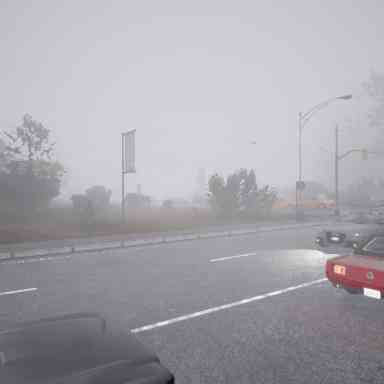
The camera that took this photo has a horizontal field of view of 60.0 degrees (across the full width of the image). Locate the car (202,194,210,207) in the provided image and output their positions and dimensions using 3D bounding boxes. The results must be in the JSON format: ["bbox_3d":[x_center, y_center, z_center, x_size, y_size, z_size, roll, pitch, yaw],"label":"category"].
[{"bbox_3d":[3.974,1.281,43.872,1.882,1.535,5.008,-1,0,-39],"label":"car"}]

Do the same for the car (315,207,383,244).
[{"bbox_3d":[6.789,1.497,13.176,4.181,1.385,1.994,-1,0,-36],"label":"car"}]

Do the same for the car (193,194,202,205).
[{"bbox_3d":[1.915,1.130,52.012,2.097,1.767,4.553,-1,0,-39],"label":"car"}]

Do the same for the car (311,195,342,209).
[{"bbox_3d":[13.785,1.121,37.284,2.097,1.767,4.553,-1,0,-39],"label":"car"}]

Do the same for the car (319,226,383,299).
[{"bbox_3d":[5.133,1.569,7.433,4.718,1.301,1.895,0,0,-36],"label":"car"}]

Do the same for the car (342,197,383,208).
[{"bbox_3d":[20.289,1.260,39.826,2.033,1.411,5.357,-1,0,-33],"label":"car"}]

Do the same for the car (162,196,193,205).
[{"bbox_3d":[-2.344,1.372,51.718,1.994,1.385,4.181,-1,0,-39],"label":"car"}]

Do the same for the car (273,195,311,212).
[{"bbox_3d":[9.948,1.276,36.466,1.882,1.535,5.008,-1,0,-39],"label":"car"}]

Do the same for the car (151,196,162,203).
[{"bbox_3d":[-7.253,1.385,63.504,1.895,1.301,4.718,-1,0,-38],"label":"car"}]

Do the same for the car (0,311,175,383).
[{"bbox_3d":[-2.386,1.601,2.034,4.718,1.301,1.895,0,0,-36],"label":"car"}]
